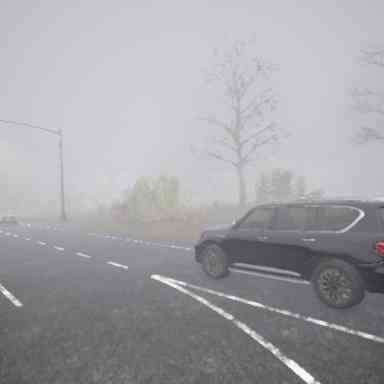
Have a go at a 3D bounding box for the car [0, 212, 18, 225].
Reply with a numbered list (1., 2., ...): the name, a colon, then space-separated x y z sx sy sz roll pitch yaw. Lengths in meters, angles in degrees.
1. car: -19.883 2.813 35.064 2.033 1.411 5.357 -2 -1 -40

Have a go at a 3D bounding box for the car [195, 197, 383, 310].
1. car: 2.438 1.187 7.975 2.150 2.045 5.566 -2 -1 -39
